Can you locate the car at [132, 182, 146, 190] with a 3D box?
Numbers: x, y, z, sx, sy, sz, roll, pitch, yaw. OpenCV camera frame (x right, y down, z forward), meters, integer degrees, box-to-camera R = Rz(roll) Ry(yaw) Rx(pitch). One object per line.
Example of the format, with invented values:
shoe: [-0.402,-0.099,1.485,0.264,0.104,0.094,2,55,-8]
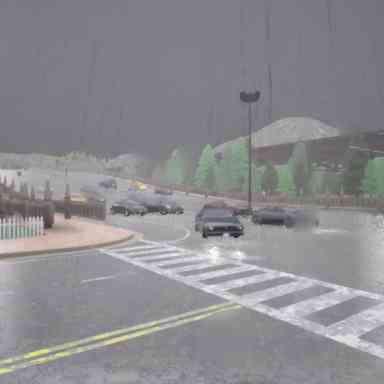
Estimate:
car: [-11.950,-1.425,74.018,1.882,1.535,5.008,0,7,-37]

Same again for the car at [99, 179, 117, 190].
car: [-17.648,-1.706,69.989,2.150,2.045,5.566,0,7,-37]

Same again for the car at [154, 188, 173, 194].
car: [-5.687,-0.126,65.844,2.128,1.511,4.902,0,7,-37]

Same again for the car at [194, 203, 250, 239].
car: [1.258,1.548,17.606,2.033,1.411,5.357,0,0,-6]

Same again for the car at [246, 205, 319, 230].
car: [5.858,1.564,21.236,1.994,1.385,4.181,0,0,-37]

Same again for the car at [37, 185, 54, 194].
car: [-24.622,-0.464,55.919,1.812,1.442,4.674,0,7,-37]

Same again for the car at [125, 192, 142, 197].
car: [-7.497,1.208,44.638,1.837,1.490,4.892,0,2,-37]

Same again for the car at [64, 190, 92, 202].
car: [-15.119,0.991,43.117,1.882,1.535,5.008,0,4,-37]

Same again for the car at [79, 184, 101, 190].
car: [-18.683,-0.447,59.660,1.837,1.490,4.892,0,7,-37]

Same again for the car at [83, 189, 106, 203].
car: [-13.538,0.868,46.844,2.128,1.511,4.902,0,4,-37]

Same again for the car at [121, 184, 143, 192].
car: [-11.528,-0.064,61.964,1.895,1.301,4.718,0,7,-37]

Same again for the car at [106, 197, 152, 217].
car: [-5.956,1.497,31.004,1.837,1.490,4.892,0,0,-37]

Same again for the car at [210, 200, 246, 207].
car: [3.130,1.473,30.614,1.882,1.535,5.008,0,0,-37]

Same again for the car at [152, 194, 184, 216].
car: [-2.693,1.344,32.495,2.097,1.767,4.553,0,0,-37]
